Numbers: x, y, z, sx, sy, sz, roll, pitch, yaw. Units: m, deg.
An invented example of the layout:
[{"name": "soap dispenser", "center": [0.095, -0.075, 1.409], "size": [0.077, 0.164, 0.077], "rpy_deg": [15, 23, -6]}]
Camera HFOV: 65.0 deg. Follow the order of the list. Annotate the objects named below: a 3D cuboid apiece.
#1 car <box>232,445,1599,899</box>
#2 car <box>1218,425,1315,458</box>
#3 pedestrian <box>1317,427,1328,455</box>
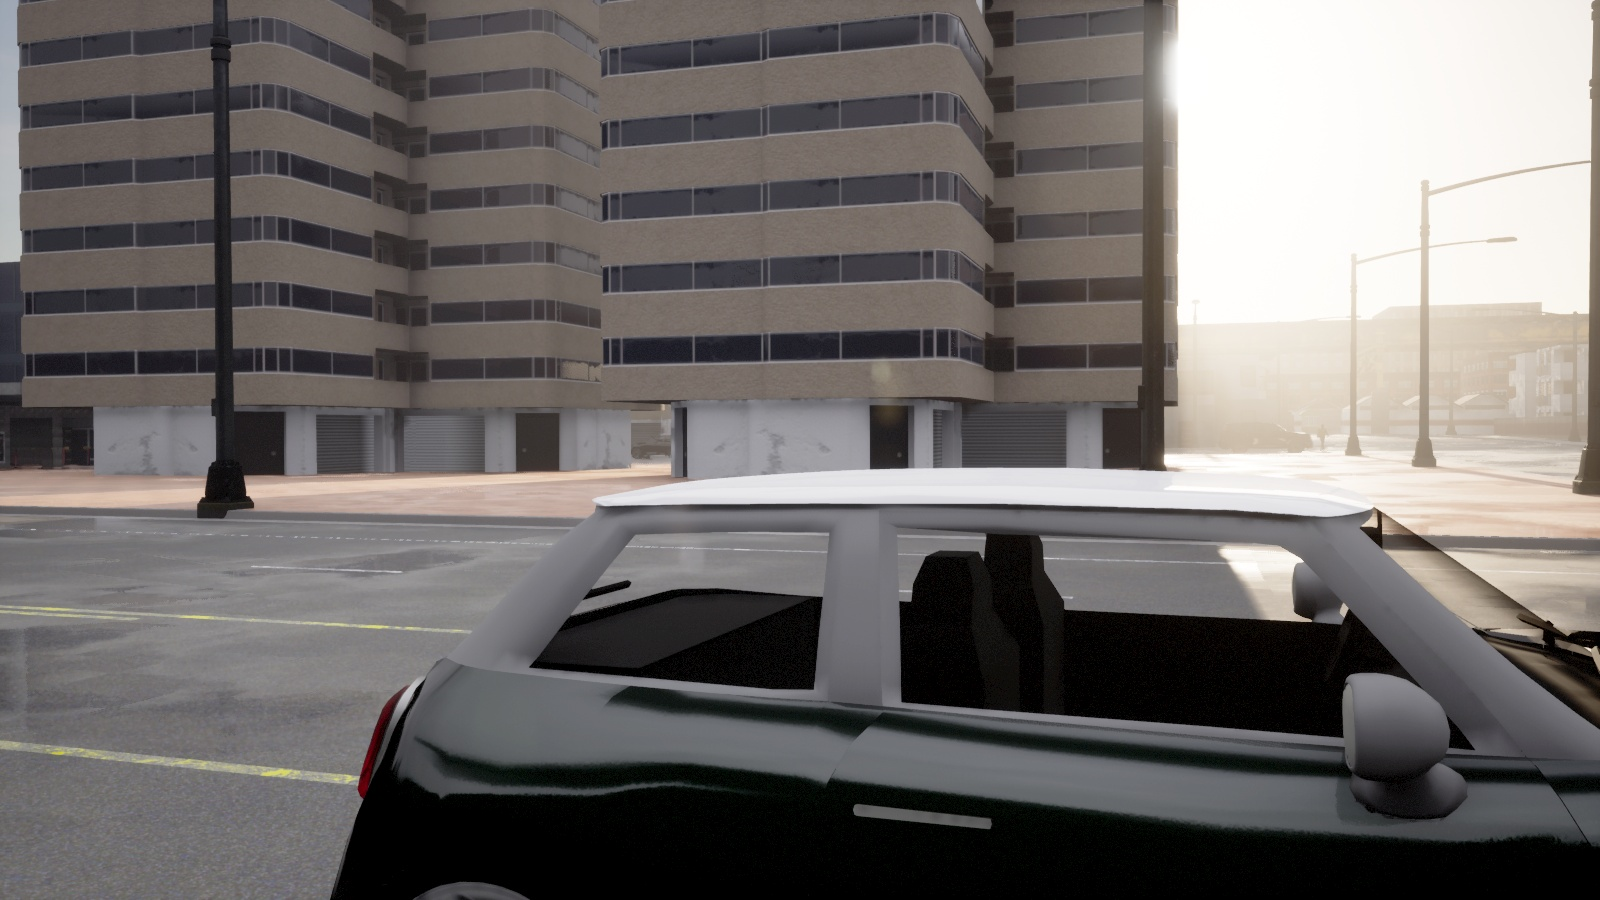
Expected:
[{"name": "car", "center": [0.941, 0.749, 2.925], "size": [3.806, 1.475, 1.970], "rpy_deg": [1, 1, 19]}, {"name": "car", "center": [29.163, -0.531, 78.632], "size": [5.566, 2.045, 2.150], "rpy_deg": [0, 1, 17]}, {"name": "pedestrian", "center": [35.264, -0.614, 84.792], "size": [0.431, 1.840, 0.709], "rpy_deg": [0, 1, 3]}]
